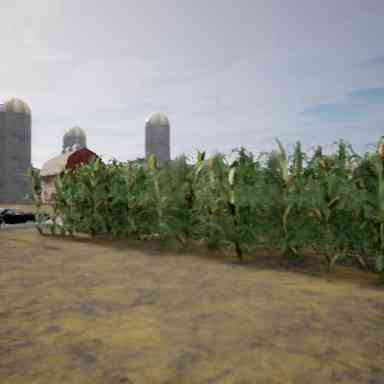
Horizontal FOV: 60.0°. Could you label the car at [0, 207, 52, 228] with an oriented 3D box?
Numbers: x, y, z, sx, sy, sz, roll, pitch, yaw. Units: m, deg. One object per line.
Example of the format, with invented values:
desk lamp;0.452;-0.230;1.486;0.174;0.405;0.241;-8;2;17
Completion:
car;-12.822;1.782;24.210;1.895;1.301;4.718;1;0;38
